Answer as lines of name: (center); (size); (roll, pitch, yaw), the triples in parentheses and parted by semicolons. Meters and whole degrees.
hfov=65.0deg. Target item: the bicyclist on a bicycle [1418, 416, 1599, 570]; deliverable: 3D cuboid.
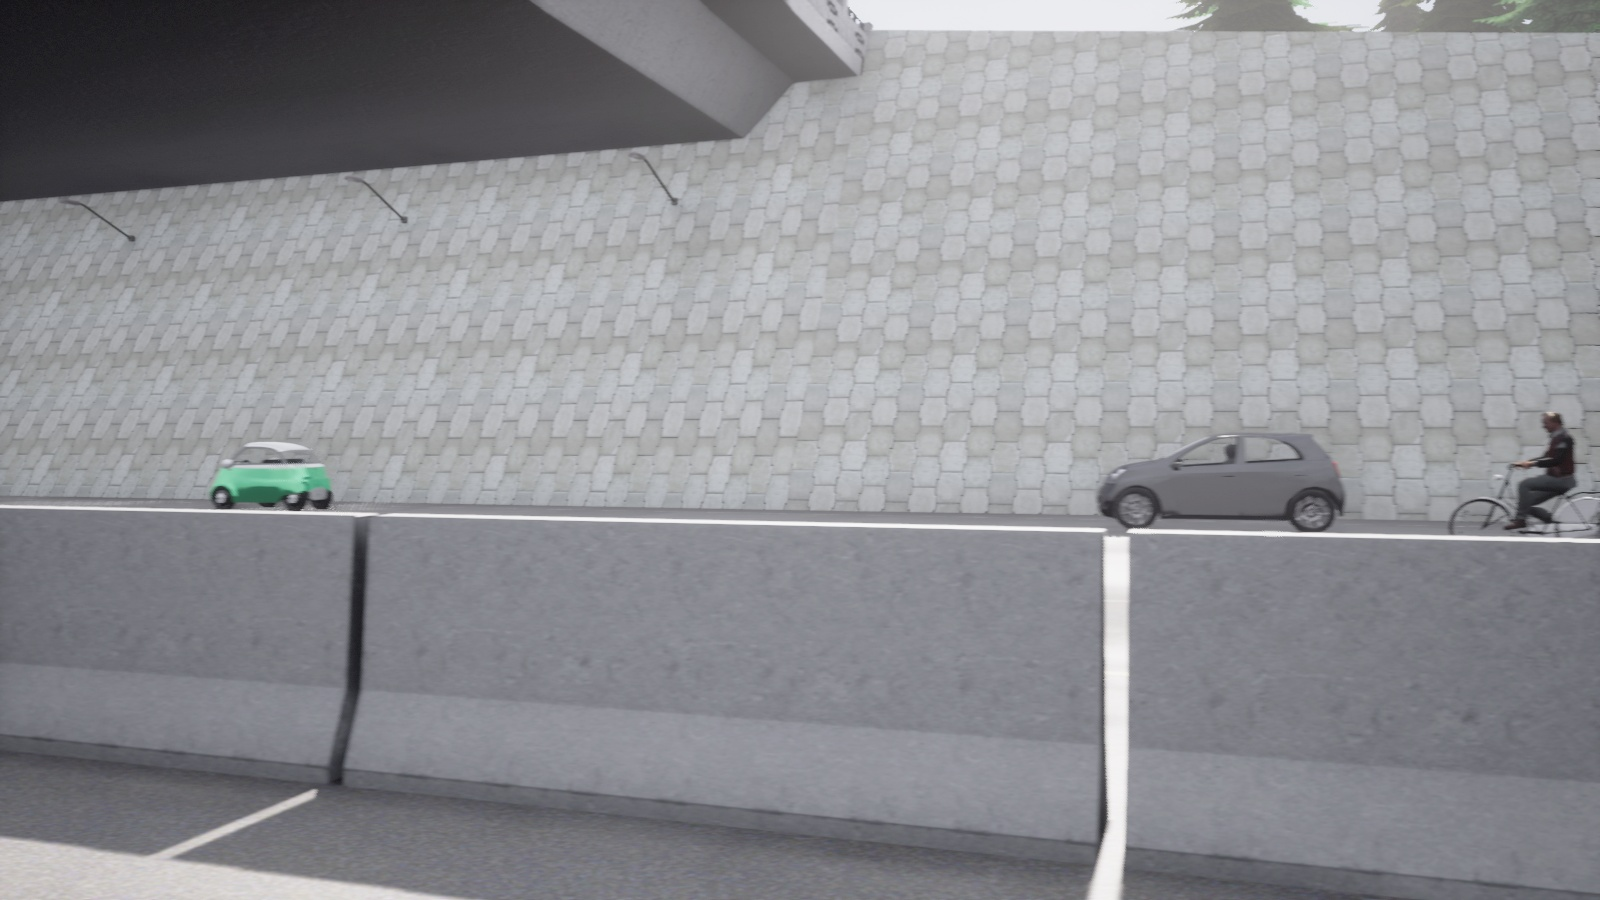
bicyclist on a bicycle: (8.512, 0.487, 15.097); (1.843, 1.776, 0.659); (1, 1, 19)

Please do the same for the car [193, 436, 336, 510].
car: (-10.754, 0.435, 25.274); (2.207, 1.376, 1.481); (1, 1, 19)

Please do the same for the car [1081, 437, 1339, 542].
car: (6.319, 0.550, 19.529); (3.633, 1.501, 1.845); (0, 1, 19)
